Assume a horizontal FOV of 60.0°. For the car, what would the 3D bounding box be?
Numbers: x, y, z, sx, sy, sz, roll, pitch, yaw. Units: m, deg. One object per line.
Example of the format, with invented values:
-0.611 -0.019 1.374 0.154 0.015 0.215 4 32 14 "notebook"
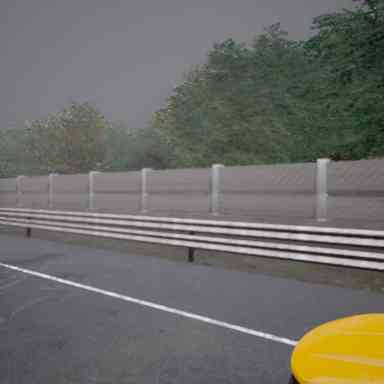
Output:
3.066 1.482 1.817 5.008 1.535 1.882 0 0 35 "car"
